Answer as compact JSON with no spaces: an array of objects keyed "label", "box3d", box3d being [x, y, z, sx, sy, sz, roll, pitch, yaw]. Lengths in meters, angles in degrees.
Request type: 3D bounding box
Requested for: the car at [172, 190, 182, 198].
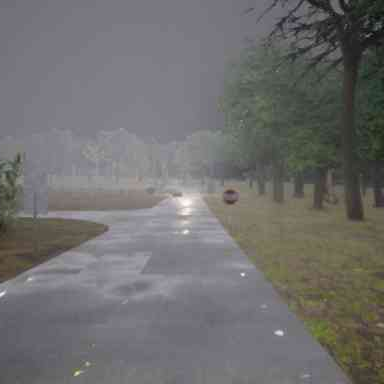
[{"label":"car","box3d":[-2.750,0.342,62.249,2.033,1.411,5.357,0,2,0]}]
